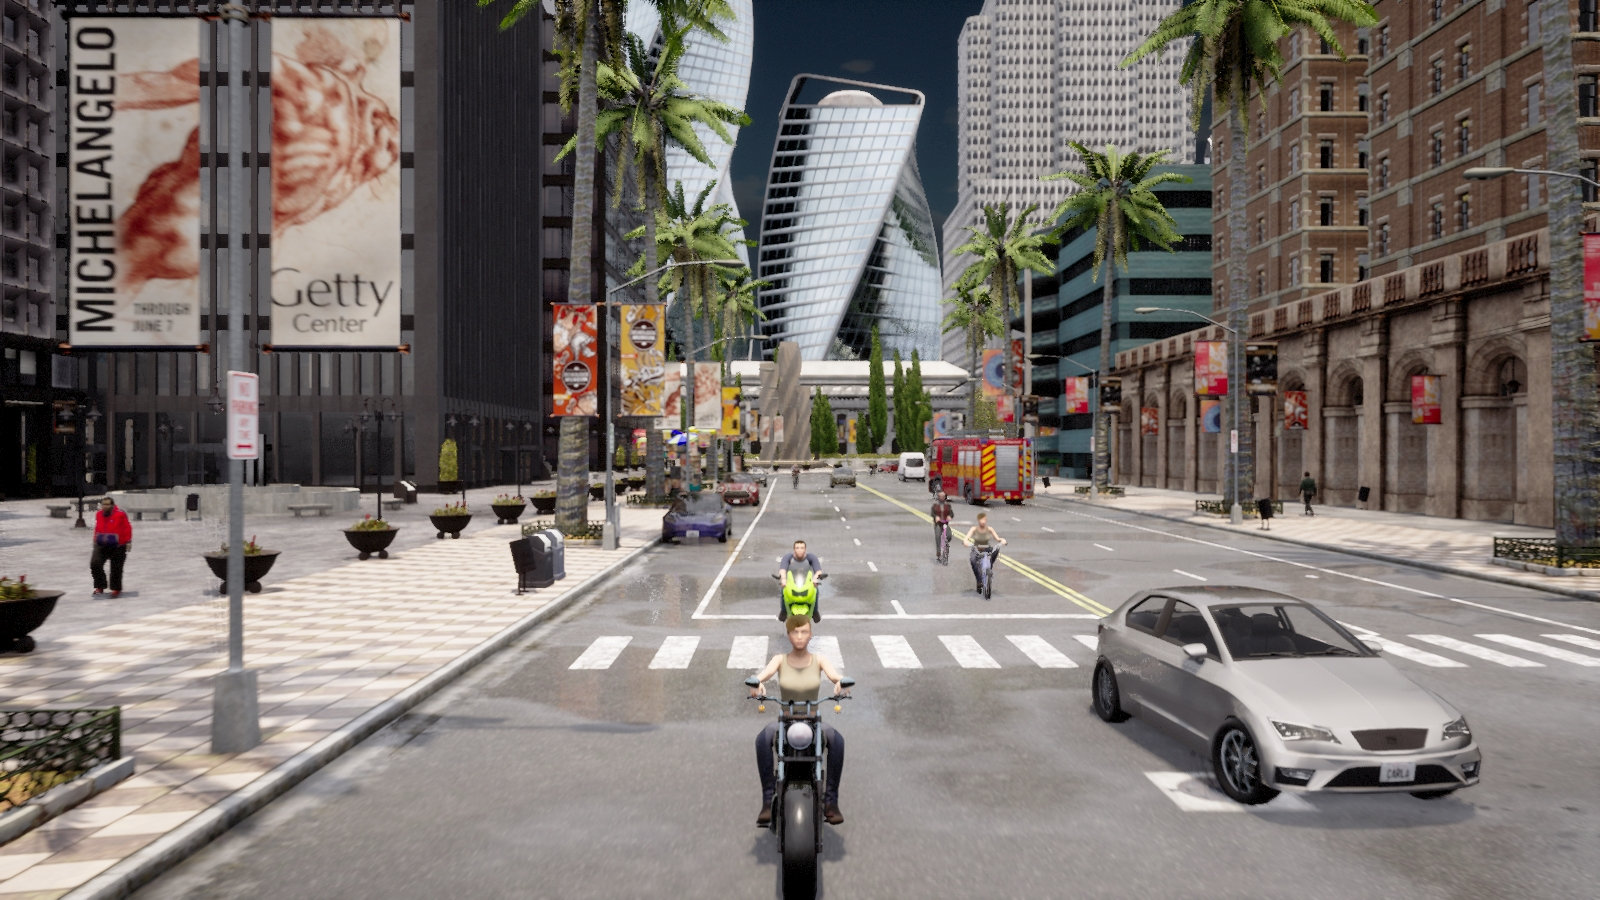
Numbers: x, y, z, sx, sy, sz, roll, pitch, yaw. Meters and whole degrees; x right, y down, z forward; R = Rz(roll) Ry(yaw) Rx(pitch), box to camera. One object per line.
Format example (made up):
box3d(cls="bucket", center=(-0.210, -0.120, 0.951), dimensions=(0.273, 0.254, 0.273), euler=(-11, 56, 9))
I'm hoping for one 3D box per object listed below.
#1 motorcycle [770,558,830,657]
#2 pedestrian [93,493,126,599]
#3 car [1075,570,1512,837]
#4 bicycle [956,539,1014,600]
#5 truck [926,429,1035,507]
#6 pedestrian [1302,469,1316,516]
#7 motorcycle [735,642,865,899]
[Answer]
box3d(cls="motorcycle", center=(0.000, 2.214, 16.363), dimensions=(0.803, 1.145, 2.033), euler=(0, 0, 0))
box3d(cls="pedestrian", center=(-12.311, 1.705, 20.382), dimensions=(0.375, 1.860, 0.375), euler=(0, 0, -3))
box3d(cls="car", center=(4.147, 2.066, 10.472), dimensions=(1.816, 1.474, 4.193), euler=(0, 0, -7))
box3d(cls="bicycle", center=(3.499, 2.255, 21.758), dimensions=(0.859, 1.080, 1.487), euler=(0, -2, 0))
box3d(cls="truck", center=(9.380, 0.893, 60.521), dimensions=(2.891, 3.827, 8.468), euler=(0, 0, -12))
box3d(cls="pedestrian", center=(20.235, 1.699, 45.417), dimensions=(0.375, 1.860, 0.375), euler=(0, 0, 0))
box3d(cls="motorcycle", center=(0.001, 2.170, 7.907), dimensions=(0.764, 1.277, 2.356), euler=(0, 0, 0))
